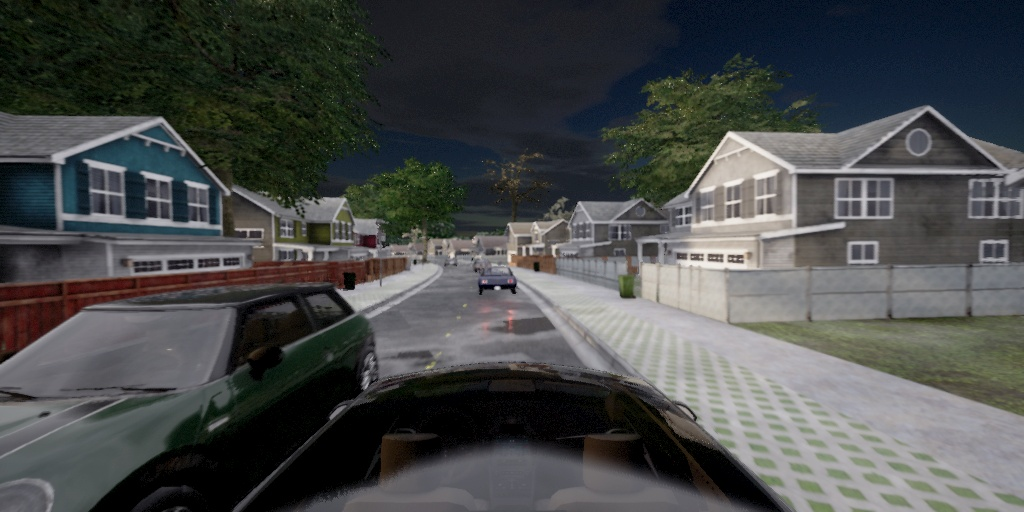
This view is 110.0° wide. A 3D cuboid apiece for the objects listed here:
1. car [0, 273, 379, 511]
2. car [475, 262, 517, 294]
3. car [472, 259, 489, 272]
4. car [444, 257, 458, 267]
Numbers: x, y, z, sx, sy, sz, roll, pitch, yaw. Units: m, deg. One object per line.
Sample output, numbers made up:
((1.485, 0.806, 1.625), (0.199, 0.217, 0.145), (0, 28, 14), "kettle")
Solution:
((-2.933, 1.117, 3.250), (2.097, 1.767, 4.553), (-1, 1, -1), "car")
((-0.828, 1.201, 19.002), (1.895, 1.301, 4.718), (-1, 1, -4), "car")
((-3.342, 0.988, 39.450), (2.033, 1.411, 5.357), (-1, 1, -9), "car")
((-9.351, 0.873, 54.754), (2.128, 1.511, 4.902), (-1, 0, -13), "car")
